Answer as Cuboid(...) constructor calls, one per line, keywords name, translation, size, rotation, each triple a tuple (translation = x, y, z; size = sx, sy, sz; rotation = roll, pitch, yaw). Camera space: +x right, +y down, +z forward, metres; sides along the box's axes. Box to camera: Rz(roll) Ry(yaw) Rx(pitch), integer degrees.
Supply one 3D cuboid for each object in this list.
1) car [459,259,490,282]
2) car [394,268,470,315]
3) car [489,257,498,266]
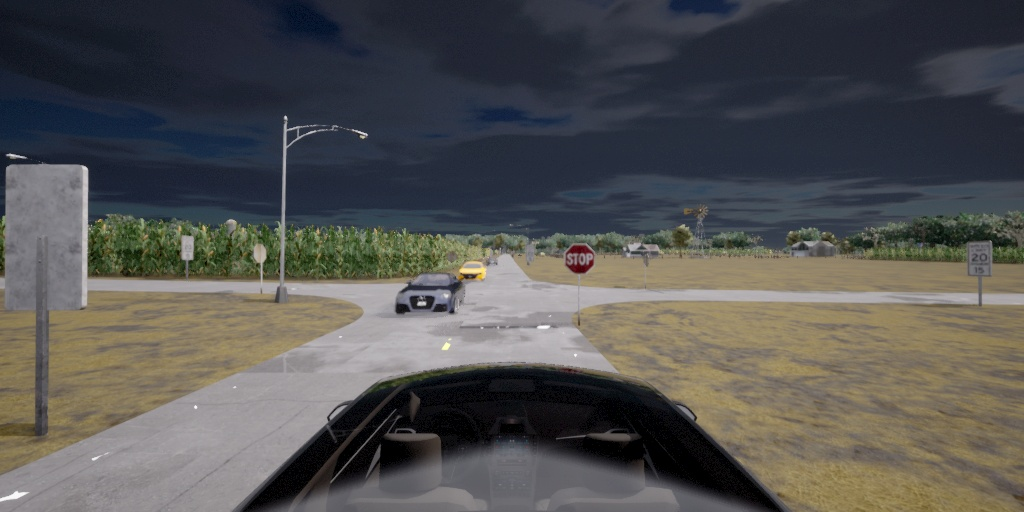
Cuboid(name="car", translation=(-3.064, 1.216, 28.606), size=(1.882, 1.535, 5.008), rotation=(0, 1, -1))
Cuboid(name="car", translation=(-2.877, 1.314, 13.374), size=(1.994, 1.385, 4.181), rotation=(0, 0, -1))
Cuboid(name="car", translation=(-3.500, 0.972, 65.007), size=(2.128, 1.511, 4.902), rotation=(0, 0, -1))
